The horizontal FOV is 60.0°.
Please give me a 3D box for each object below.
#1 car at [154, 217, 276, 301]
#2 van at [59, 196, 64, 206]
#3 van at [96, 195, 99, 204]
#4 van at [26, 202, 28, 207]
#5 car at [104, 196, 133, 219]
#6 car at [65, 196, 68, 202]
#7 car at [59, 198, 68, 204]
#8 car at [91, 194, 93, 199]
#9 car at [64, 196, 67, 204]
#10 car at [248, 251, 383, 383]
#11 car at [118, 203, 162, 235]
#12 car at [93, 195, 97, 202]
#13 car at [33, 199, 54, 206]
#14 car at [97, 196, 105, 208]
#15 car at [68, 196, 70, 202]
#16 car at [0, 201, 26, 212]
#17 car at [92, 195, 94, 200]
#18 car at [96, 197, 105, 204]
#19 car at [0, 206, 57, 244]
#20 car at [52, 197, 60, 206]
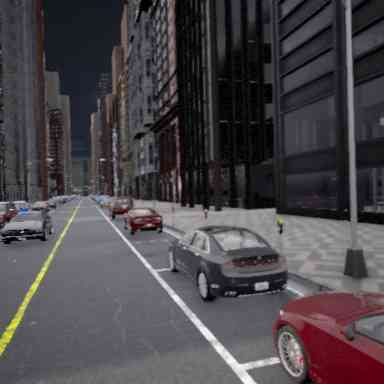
[{"bbox_3d":[0.598,1.489,8.136,2.008,1.369,4.403,-2,0,-18],"label":"car"},{"bbox_3d":[-26.406,1.857,64.578,1.690,1.788,3.998,-2,0,-18],"label":"van"},{"bbox_3d":[-14.861,1.531,56.449,1.690,1.788,3.998,-2,0,-18],"label":"van"},{"bbox_3d":[-14.387,1.649,26.996,1.690,1.788,3.998,-2,0,-18],"label":"van"},{"bbox_3d":[-6.277,1.358,29.607,2.192,1.841,5.009,-2,0,-18],"label":"car"},{"bbox_3d":[-29.832,2.143,75.317,1.947,1.339,4.313,-2,0,-18],"label":"car"},{"bbox_3d":[-33.267,2.184,86.055,1.887,1.381,4.507,-2,0,-18],"label":"car"},{"bbox_3d":[-25.158,1.814,88.660,1.967,1.590,4.097,-2,0,-18],"label":"car"},{"bbox_3d":[-28.115,2.112,69.948,1.947,1.339,4.313,-2,0,-18],"label":"car"},{"bbox_3d":[2.316,1.495,2.768,1.802,1.307,4.206,-2,0,-18],"label":"car"},{"bbox_3d":[-2.836,1.534,18.872,1.887,1.381,4.507,-2,0,-18],"label":"car"},{"bbox_3d":[-18.291,1.691,67.187,1.967,1.590,4.097,-2,0,-18],"label":"car"},{"bbox_3d":[-19.532,1.938,43.104,1.887,1.381,4.507,-2,0,-18],"label":"car"},{"bbox_3d":[-13.190,1.685,51.244,1.752,1.417,4.829,-2,0,-18],"label":"car"},{"bbox_3d":[-31.558,1.923,80.684,2.192,1.841,5.009,-2,0,-18],"label":"car"},{"bbox_3d":[-12.671,1.596,21.628,2.192,1.841,5.009,-2,0,-18],"label":"car"},{"bbox_3d":[-21.721,1.863,77.924,2.008,1.369,4.403,-2,0,-18],"label":"car"},{"bbox_3d":[-20.057,1.808,72.717,1.752,1.417,4.829,-2,0,-18],"label":"car"},{"bbox_3d":[-8.416,1.717,17.418,2.033,1.411,5.357,-2,0,-18],"label":"car"},{"bbox_3d":[-22.965,2.020,53.842,1.947,1.339,4.313,-2,0,-18],"label":"car"}]
